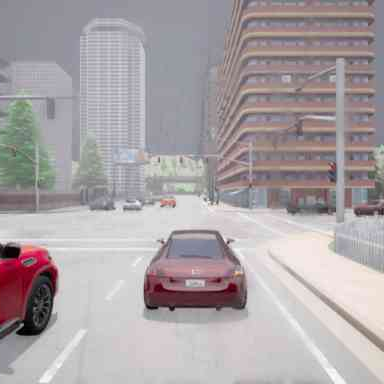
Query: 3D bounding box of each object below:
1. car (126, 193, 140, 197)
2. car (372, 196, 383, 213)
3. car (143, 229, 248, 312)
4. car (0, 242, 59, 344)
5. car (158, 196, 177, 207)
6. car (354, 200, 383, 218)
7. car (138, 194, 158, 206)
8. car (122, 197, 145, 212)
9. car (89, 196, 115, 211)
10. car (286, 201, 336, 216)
[{"bbox_3d":[-10.648,1.209,60.927,2.150,2.045,5.566,0,0,0],"label":"car"},{"bbox_3d":[21.262,1.292,34.961,4.553,1.767,2.097,0,0,-30],"label":"car"},{"bbox_3d":[0.081,1.562,7.819,1.994,1.385,4.181,0,0,1],"label":"car"},{"bbox_3d":[-3.437,1.221,3.539,2.150,2.045,5.566,0,0,0],"label":"car"},{"bbox_3d":[-3.475,1.340,50.705,2.097,1.767,4.553,0,0,0],"label":"car"},{"bbox_3d":[16.535,1.416,29.129,5.008,1.535,1.882,0,0,-20],"label":"car"},{"bbox_3d":[-7.165,1.478,55.287,2.128,1.511,4.902,0,0,0],"label":"car"},{"bbox_3d":[-6.991,1.592,39.132,1.895,1.301,4.718,0,0,-4],"label":"car"},{"bbox_3d":[-10.654,1.343,39.646,2.097,1.767,4.553,0,0,0],"label":"car"},{"bbox_3d":[11.376,1.538,31.393,4.718,1.301,1.895,0,0,-13],"label":"car"}]
